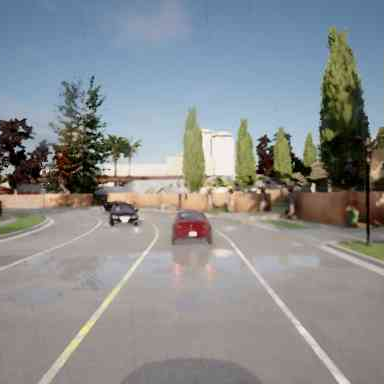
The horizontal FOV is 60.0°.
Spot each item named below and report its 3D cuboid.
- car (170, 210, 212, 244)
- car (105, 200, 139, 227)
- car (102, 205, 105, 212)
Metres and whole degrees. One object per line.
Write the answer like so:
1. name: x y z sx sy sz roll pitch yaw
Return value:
1. car: -0.084 1.590 16.122 1.812 1.442 4.674 0 0 -3
2. car: -4.880 1.587 23.625 2.128 1.511 4.902 0 0 -15
3. car: -9.308 1.768 40.436 1.837 1.490 4.892 1 -1 -38
